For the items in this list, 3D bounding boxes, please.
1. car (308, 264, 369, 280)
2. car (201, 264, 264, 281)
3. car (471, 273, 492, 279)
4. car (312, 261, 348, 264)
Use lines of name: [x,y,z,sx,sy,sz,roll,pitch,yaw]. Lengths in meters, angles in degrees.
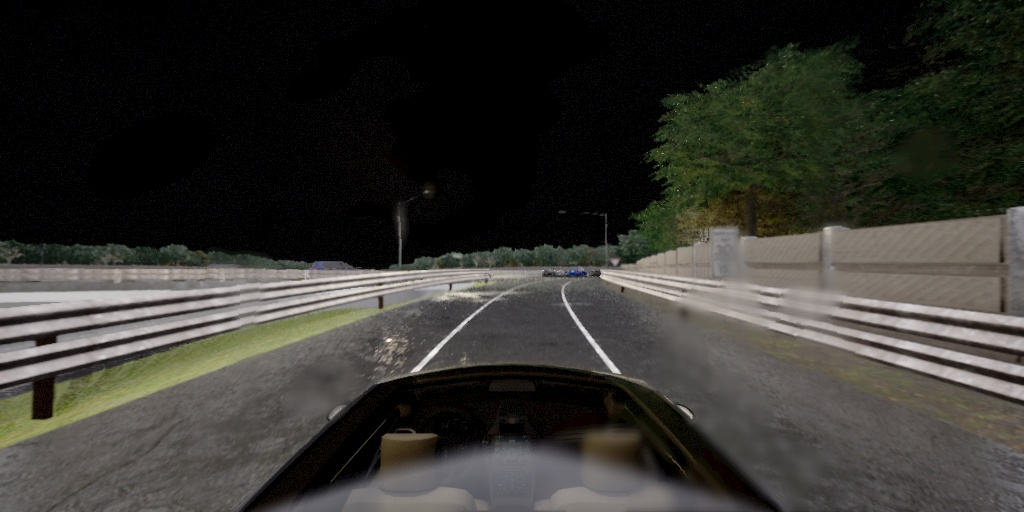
car: [-15.595,1.757,32.787,5.008,1.535,1.882,2,-3,-41]
car: [-25.854,1.575,33.385,4.553,1.767,2.097,2,-3,-33]
car: [-4.958,2.675,53.169,1.812,1.442,4.674,-1,-3,40]
car: [-17.314,1.601,36.006,5.566,2.045,2.150,2,-3,-41]
